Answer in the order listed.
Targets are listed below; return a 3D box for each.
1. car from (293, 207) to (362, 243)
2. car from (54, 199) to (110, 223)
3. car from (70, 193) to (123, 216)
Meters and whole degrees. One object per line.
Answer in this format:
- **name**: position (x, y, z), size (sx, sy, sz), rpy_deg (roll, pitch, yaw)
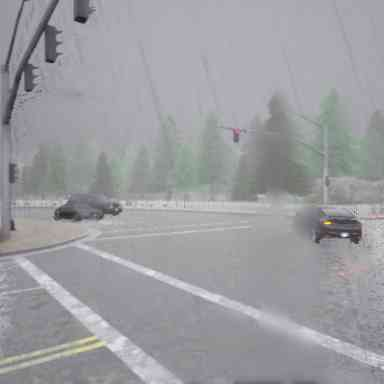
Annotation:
- **car**: position (6.229, 1.452, 15.696), size (1.837, 1.490, 4.892), rpy_deg (2, 0, 3)
- **car**: position (-8.569, 1.491, 25.106), size (4.181, 1.385, 1.994), rpy_deg (0, 0, 36)
- **car**: position (-8.689, 1.143, 29.567), size (5.566, 2.045, 2.150), rpy_deg (0, 0, 32)
